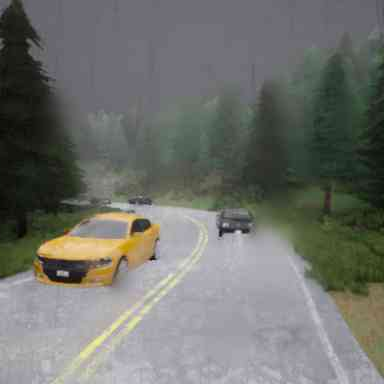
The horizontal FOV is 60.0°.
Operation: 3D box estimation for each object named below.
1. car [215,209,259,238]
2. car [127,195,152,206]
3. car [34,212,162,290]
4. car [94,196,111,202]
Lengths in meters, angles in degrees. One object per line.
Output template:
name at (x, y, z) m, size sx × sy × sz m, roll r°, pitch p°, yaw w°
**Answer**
car at (2.215, 1.548, 17.601) m, size 1.895 × 1.301 × 4.718 m, roll 1°, pitch 0°, yaw 2°
car at (-7.395, 1.142, 46.478) m, size 1.882 × 1.535 × 5.008 m, roll -2°, pitch 2°, yaw -35°
car at (-2.189, 1.350, 9.075) m, size 1.882 × 1.535 × 5.008 m, roll 2°, pitch 0°, yaw 9°
car at (-13.545, 1.281, 49.377) m, size 2.128 × 1.511 × 4.902 m, roll -3°, pitch 2°, yaw -36°
